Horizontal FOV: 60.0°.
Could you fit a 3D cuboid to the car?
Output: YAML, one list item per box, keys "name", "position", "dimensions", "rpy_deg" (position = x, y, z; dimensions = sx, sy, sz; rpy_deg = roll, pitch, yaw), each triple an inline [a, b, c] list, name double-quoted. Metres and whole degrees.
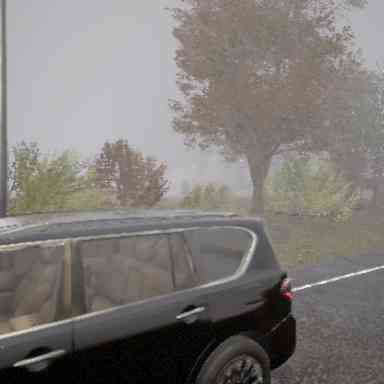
- name: "car"
  position: [-1.441, 1.219, 2.944]
  dimensions: [5.566, 2.045, 2.150]
  rpy_deg: [0, 0, -35]
